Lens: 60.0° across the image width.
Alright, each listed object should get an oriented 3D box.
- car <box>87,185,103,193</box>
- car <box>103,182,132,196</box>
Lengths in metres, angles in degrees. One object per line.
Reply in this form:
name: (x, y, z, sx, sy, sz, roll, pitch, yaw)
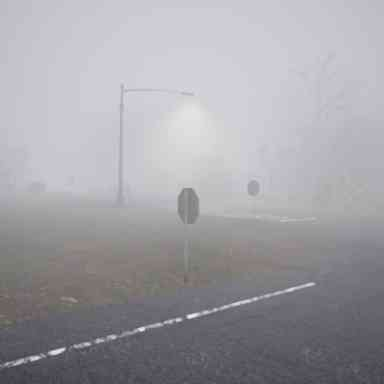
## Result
car: (-17.385, -0.490, 60.007, 1.994, 1.385, 4.181, 0, 2, -36)
car: (-11.334, -0.498, 51.544, 2.150, 2.045, 5.566, 0, 2, -36)
